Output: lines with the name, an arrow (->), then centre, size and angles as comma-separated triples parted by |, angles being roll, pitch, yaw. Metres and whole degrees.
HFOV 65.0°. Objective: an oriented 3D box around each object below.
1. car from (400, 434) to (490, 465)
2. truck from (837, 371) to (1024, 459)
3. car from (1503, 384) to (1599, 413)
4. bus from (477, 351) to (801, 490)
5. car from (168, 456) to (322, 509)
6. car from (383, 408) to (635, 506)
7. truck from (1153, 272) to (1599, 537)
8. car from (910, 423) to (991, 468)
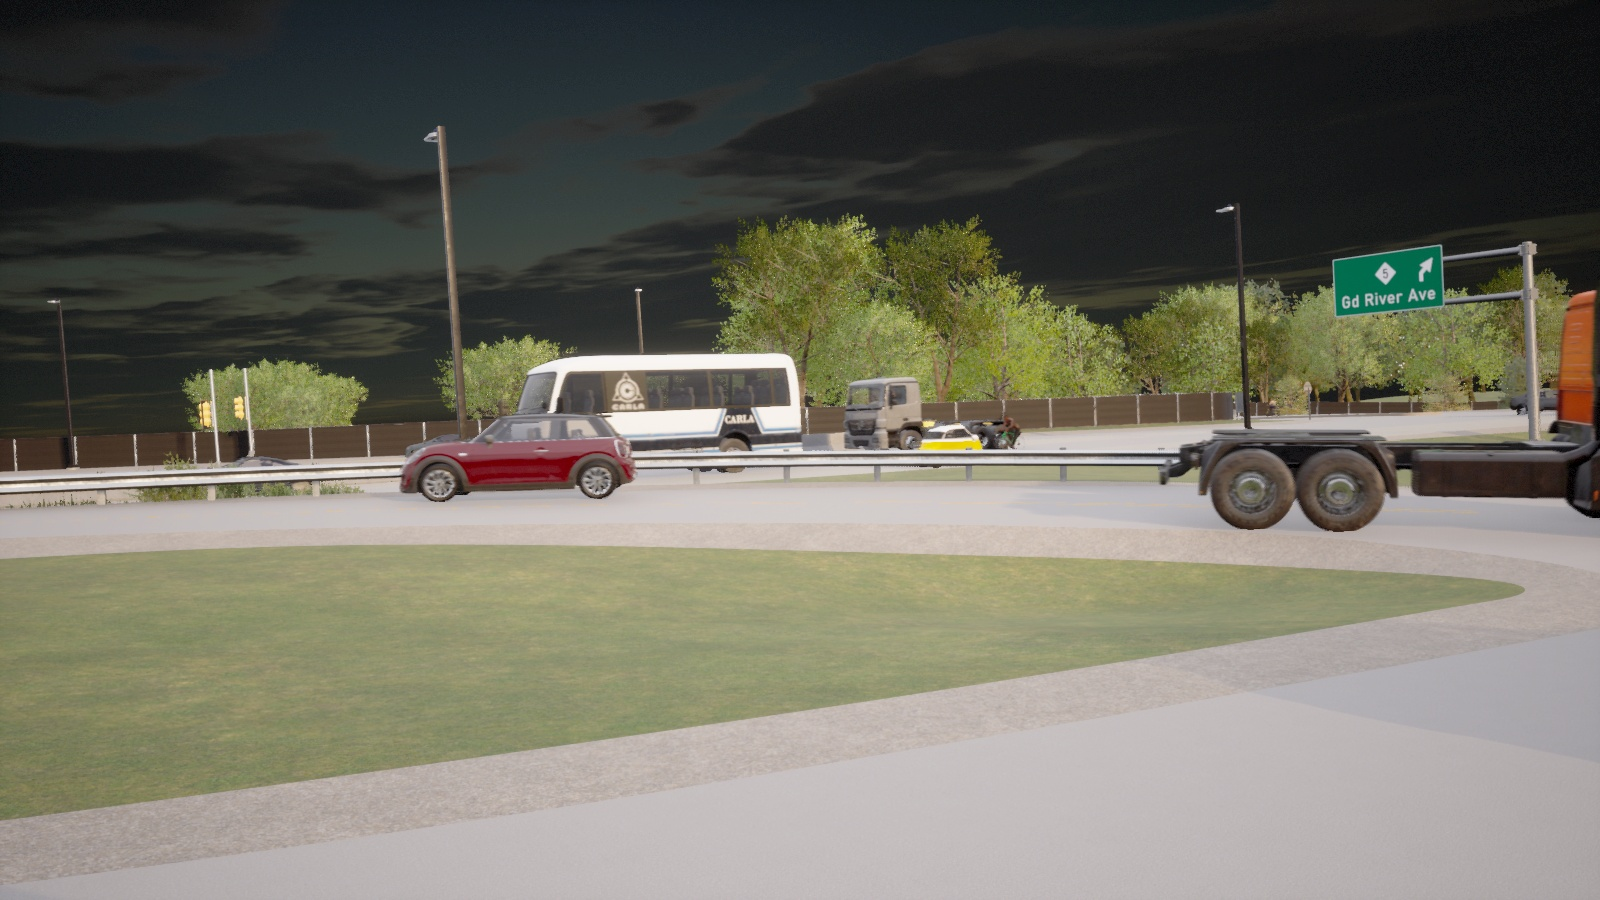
car -> -18.538, -0.059, 65.690 | 4.181, 1.385, 1.994 | -2, 2, -6
truck -> 5.785, -1.584, 55.045 | 7.936, 3.462, 2.891 | -4, 2, -33
car -> 45.204, -3.091, 75.256 | 2.128, 1.511, 4.902 | -4, 2, -33
bus -> -5.443, -1.130, 43.675 | 10.273, 4.253, 3.944 | -4, 2, -33
car -> -17.653, 0.994, 39.988 | 4.181, 1.385, 1.994 | -4, 2, -33
car -> -5.678, 0.096, 25.020 | 4.553, 1.767, 2.097 | -1, 2, -4
truck -> 9.333, -0.679, 18.304 | 7.936, 3.462, 2.891 | 0, 4, 18
car -> 5.046, -0.159, 42.087 | 2.207, 1.376, 1.481 | -4, 2, -33
